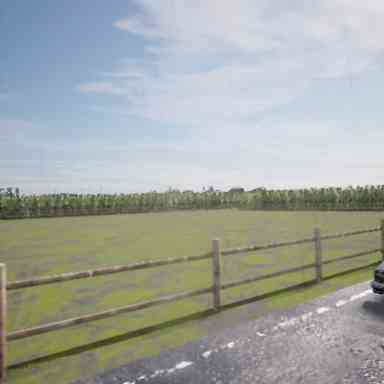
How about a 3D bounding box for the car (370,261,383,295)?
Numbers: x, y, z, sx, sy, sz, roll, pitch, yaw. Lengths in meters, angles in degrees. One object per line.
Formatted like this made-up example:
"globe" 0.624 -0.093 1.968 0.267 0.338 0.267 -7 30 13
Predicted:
"car" 6.276 1.585 7.802 5.357 1.411 2.033 0 -1 -37
